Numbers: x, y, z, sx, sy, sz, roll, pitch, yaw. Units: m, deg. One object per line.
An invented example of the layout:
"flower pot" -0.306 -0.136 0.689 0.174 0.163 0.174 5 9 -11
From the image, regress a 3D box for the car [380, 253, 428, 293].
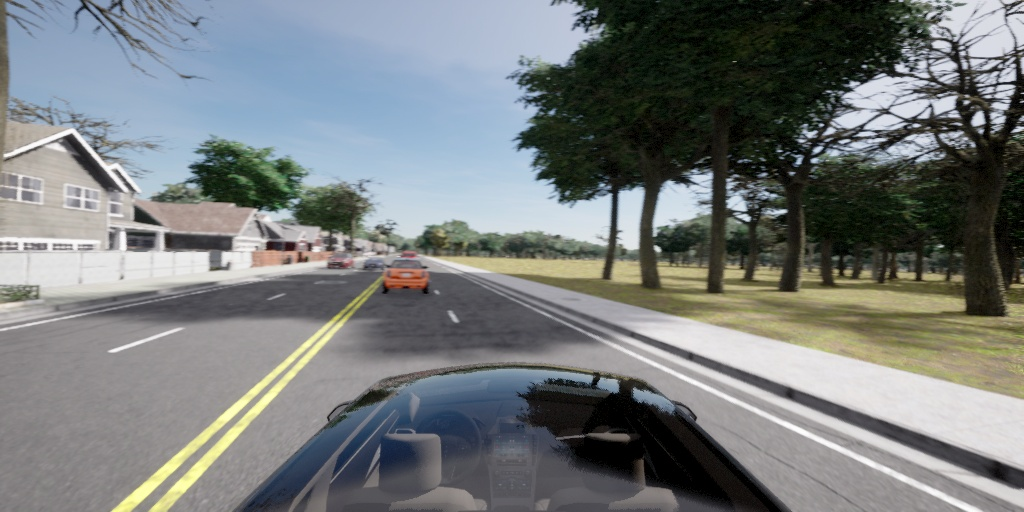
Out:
"car" -5.529 0.892 18.835 2.097 1.767 4.553 2 0 -16

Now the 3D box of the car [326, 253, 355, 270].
"car" -17.656 0.445 37.100 2.097 1.767 4.553 2 0 -16

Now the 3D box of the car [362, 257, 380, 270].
"car" -14.555 0.775 38.041 1.994 1.385 4.181 2 0 -16
